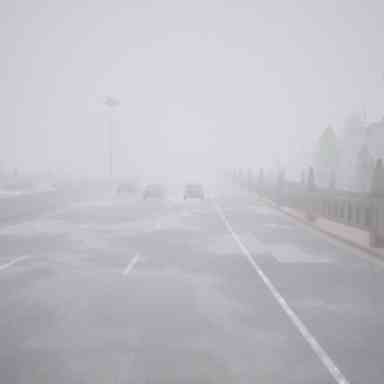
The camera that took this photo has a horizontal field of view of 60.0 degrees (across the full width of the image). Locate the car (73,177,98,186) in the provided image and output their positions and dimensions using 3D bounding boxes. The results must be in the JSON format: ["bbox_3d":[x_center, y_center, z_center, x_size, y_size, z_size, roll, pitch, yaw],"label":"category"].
[{"bbox_3d":[-13.907,-1.266,44.814,1.994,1.385,4.181,0,5,0],"label":"car"}]

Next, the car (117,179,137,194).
[{"bbox_3d":[-6.787,-0.612,35.819,2.128,1.511,4.902,0,5,0],"label":"car"}]

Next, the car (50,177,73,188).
[{"bbox_3d":[-17.406,-1.268,44.851,1.994,1.385,4.181,0,5,0],"label":"car"}]

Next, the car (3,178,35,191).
[{"bbox_3d":[-20.932,-0.969,40.424,1.837,1.490,4.892,0,4,0],"label":"car"}]

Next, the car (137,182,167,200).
[{"bbox_3d":[-3.341,-0.111,30.306,2.033,1.411,5.357,0,5,1],"label":"car"}]

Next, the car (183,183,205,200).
[{"bbox_3d":[0.159,-0.107,30.246,2.033,1.411,5.357,0,5,1],"label":"car"}]
